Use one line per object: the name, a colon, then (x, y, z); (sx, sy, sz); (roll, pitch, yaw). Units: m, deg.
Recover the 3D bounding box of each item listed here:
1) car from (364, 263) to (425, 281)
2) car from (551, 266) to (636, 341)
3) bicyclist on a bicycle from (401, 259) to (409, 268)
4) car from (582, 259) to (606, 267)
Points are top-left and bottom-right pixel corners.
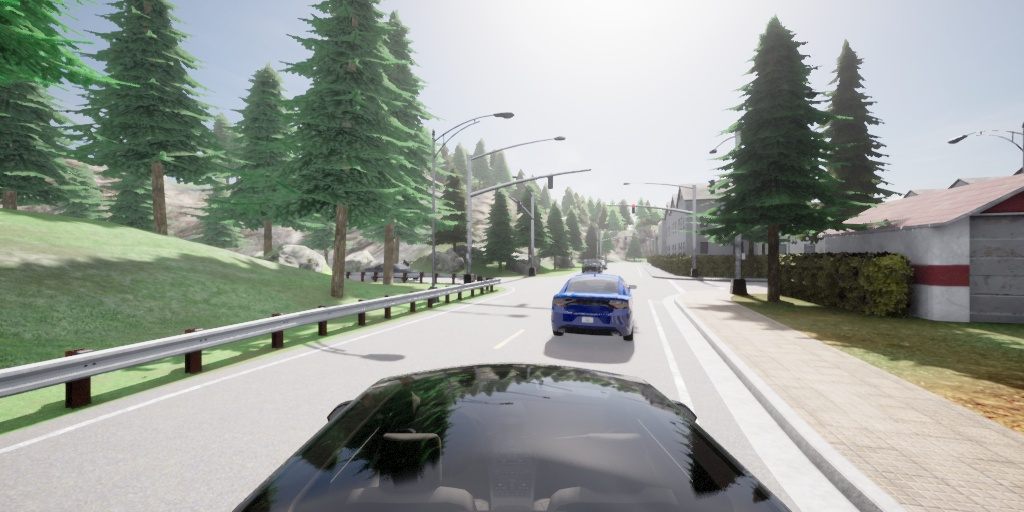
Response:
car: (-9.985, 1.313, 30.281); (5.357, 1.411, 2.033); (0, 0, 20)
car: (2.412, 1.228, 10.092); (1.882, 1.535, 5.008); (0, 0, 18)
bicyclist on a bicycle: (-11.291, 1.166, 38.122); (0.582, 1.620, 1.656); (-2, 5, 18)
car: (9.614, 1.102, 42.821); (2.097, 1.767, 4.553); (0, 0, 19)
